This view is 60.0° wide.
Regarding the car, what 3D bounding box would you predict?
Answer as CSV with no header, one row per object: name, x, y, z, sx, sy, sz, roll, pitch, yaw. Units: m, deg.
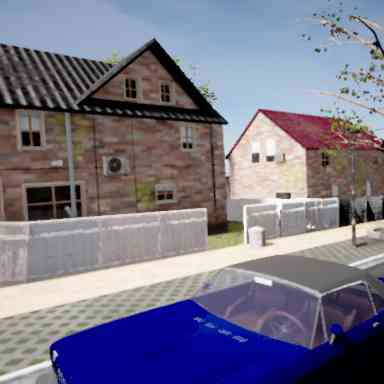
car,0.903,1.528,3.753,4.718,1.301,1.895,-2,1,-37
